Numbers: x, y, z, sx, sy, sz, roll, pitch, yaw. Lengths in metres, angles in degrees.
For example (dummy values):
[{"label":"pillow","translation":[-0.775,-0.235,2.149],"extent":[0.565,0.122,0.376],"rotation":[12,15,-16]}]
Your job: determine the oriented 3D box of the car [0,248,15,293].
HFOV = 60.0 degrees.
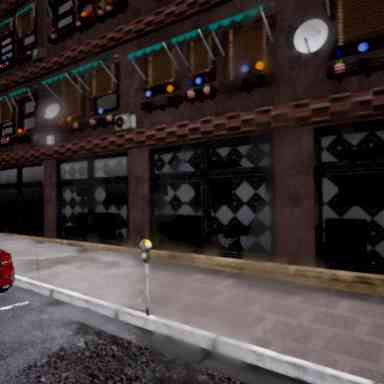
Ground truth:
[{"label":"car","translation":[-5.701,1.474,7.349],"extent":[4.674,1.442,1.812],"rotation":[0,0,35]}]
